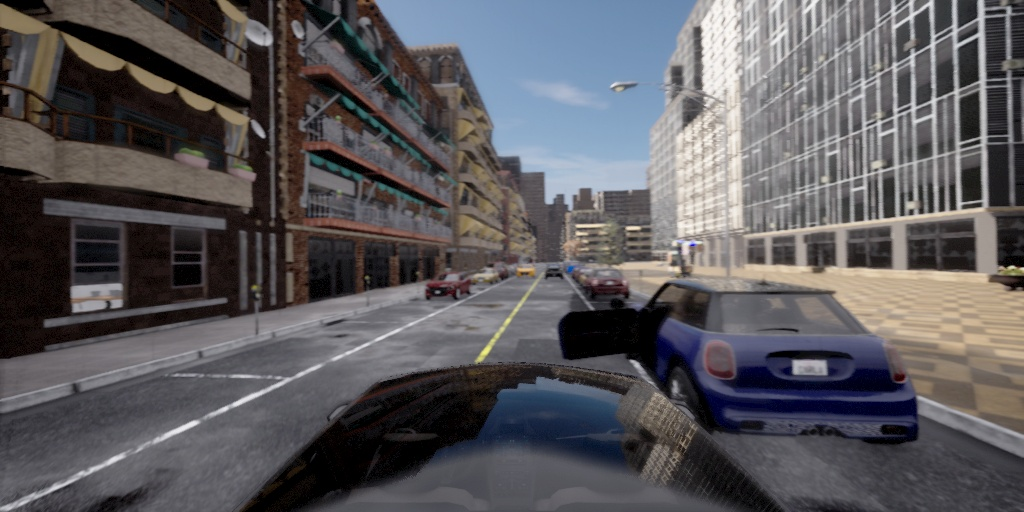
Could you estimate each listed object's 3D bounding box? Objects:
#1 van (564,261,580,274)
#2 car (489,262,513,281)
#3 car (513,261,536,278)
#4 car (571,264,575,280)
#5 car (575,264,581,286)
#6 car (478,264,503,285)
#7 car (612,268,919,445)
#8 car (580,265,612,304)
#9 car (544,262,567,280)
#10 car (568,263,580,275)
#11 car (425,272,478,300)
[{"bbox_3d":[8.030,1.533,46.454,1.690,1.789,3.998,0,0,6],"label":"van"},{"bbox_3d":[-1.543,1.518,36.416,2.192,1.841,5.009,0,0,6],"label":"car"},{"bbox_3d":[1.675,1.695,41.282,1.882,1.535,5.008,-1,-1,7],"label":"car"},{"bbox_3d":[6.160,1.591,29.982,1.802,1.307,4.207,0,0,6],"label":"car"},{"bbox_3d":[5.557,1.475,24.659,1.751,1.417,4.829,0,0,6],"label":"car"},{"bbox_3d":[-2.185,1.668,30.757,1.751,1.417,4.829,0,0,6],"label":"car"},{"bbox_3d":[3.069,1.103,5.519,2.097,1.767,4.553,-1,-1,6],"label":"car"},{"bbox_3d":[4.914,1.329,18.999,1.967,1.591,4.097,0,0,6],"label":"car"},{"bbox_3d":[4.294,1.626,36.705,1.837,1.490,4.892,-1,-1,6],"label":"car"},{"bbox_3d":[6.783,1.652,35.472,1.802,1.307,4.207,0,0,6],"label":"car"},{"bbox_3d":[-3.412,1.568,19.943,1.888,1.381,4.507,0,0,6],"label":"car"}]
